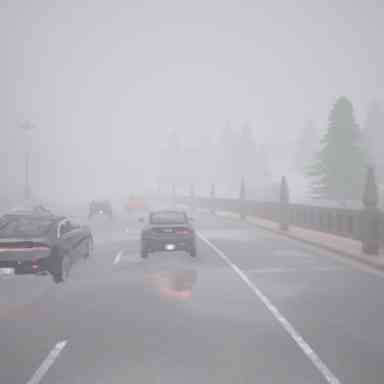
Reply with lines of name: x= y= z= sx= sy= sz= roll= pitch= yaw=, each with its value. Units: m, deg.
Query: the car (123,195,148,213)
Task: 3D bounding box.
car: x=-5.692 y=1.109 z=33.245 sx=2.097 sy=1.767 sz=4.553 roll=0 pitch=0 yaw=-18

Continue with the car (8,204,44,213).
car: x=-8.943 y=1.405 z=18.330 sx=1.812 sy=1.442 sz=4.674 roll=0 pitch=0 yaw=-11

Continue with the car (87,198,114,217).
car: x=-7.767 y=1.305 z=28.264 sx=1.837 sy=1.490 sz=4.892 roll=0 pitch=0 yaw=-16

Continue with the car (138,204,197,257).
car: x=-0.944 y=1.409 z=12.581 sx=1.837 sy=1.490 sz=4.892 roll=0 pitch=0 yaw=-7

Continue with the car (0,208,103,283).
car: x=-4.112 y=1.428 z=9.381 sx=2.128 sy=1.511 sz=4.902 roll=0 pitch=0 yaw=-6
